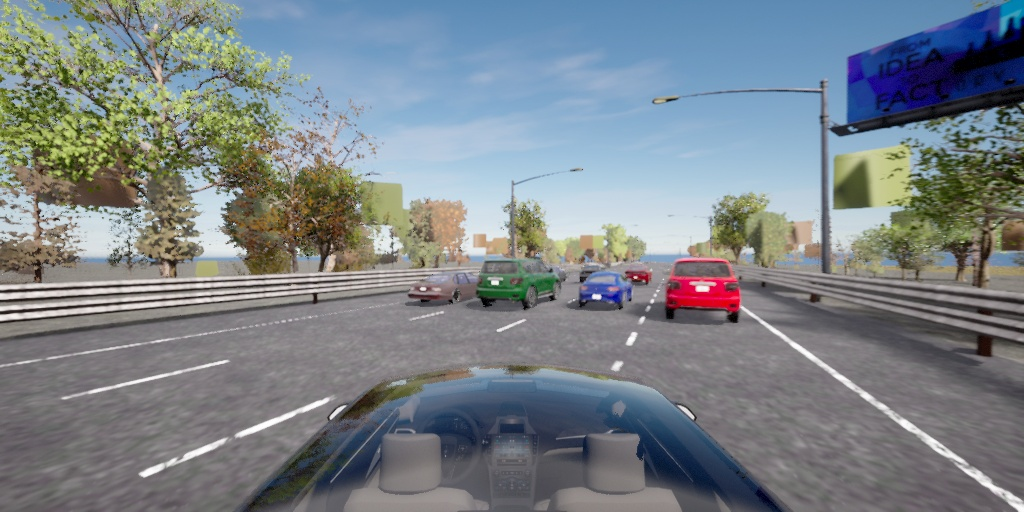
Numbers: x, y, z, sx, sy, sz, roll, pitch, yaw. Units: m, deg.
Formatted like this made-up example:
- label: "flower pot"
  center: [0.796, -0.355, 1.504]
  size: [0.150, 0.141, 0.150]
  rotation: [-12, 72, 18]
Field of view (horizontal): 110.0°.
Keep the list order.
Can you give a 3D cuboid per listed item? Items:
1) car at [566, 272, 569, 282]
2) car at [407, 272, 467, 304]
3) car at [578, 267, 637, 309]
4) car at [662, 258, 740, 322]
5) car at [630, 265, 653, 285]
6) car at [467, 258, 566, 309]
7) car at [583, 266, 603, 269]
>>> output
- label: "car"
  center: [3.451, 1.605, 31.200]
  size: [2.033, 1.411, 5.357]
  rotation: [0, -1, 25]
- label: "car"
  center: [-2.731, 1.465, 17.539]
  size: [2.033, 1.411, 5.357]
  rotation: [0, -1, 25]
- label: "car"
  center: [4.224, 1.419, 15.900]
  size: [1.812, 1.442, 4.674]
  rotation: [0, 0, 25]
- label: "car"
  center: [6.848, 1.088, 13.241]
  size: [2.150, 2.045, 5.566]
  rotation: [0, 0, 25]
- label: "car"
  center: [10.551, 1.514, 29.872]
  size: [1.882, 1.535, 5.008]
  rotation: [0, 0, 25]
- label: "car"
  center: [0.468, 1.125, 16.122]
  size: [2.150, 2.045, 5.566]
  rotation: [0, 0, 25]
- label: "car"
  center: [7.054, 1.555, 30.650]
  size: [1.837, 1.490, 4.892]
  rotation: [0, 0, 25]
